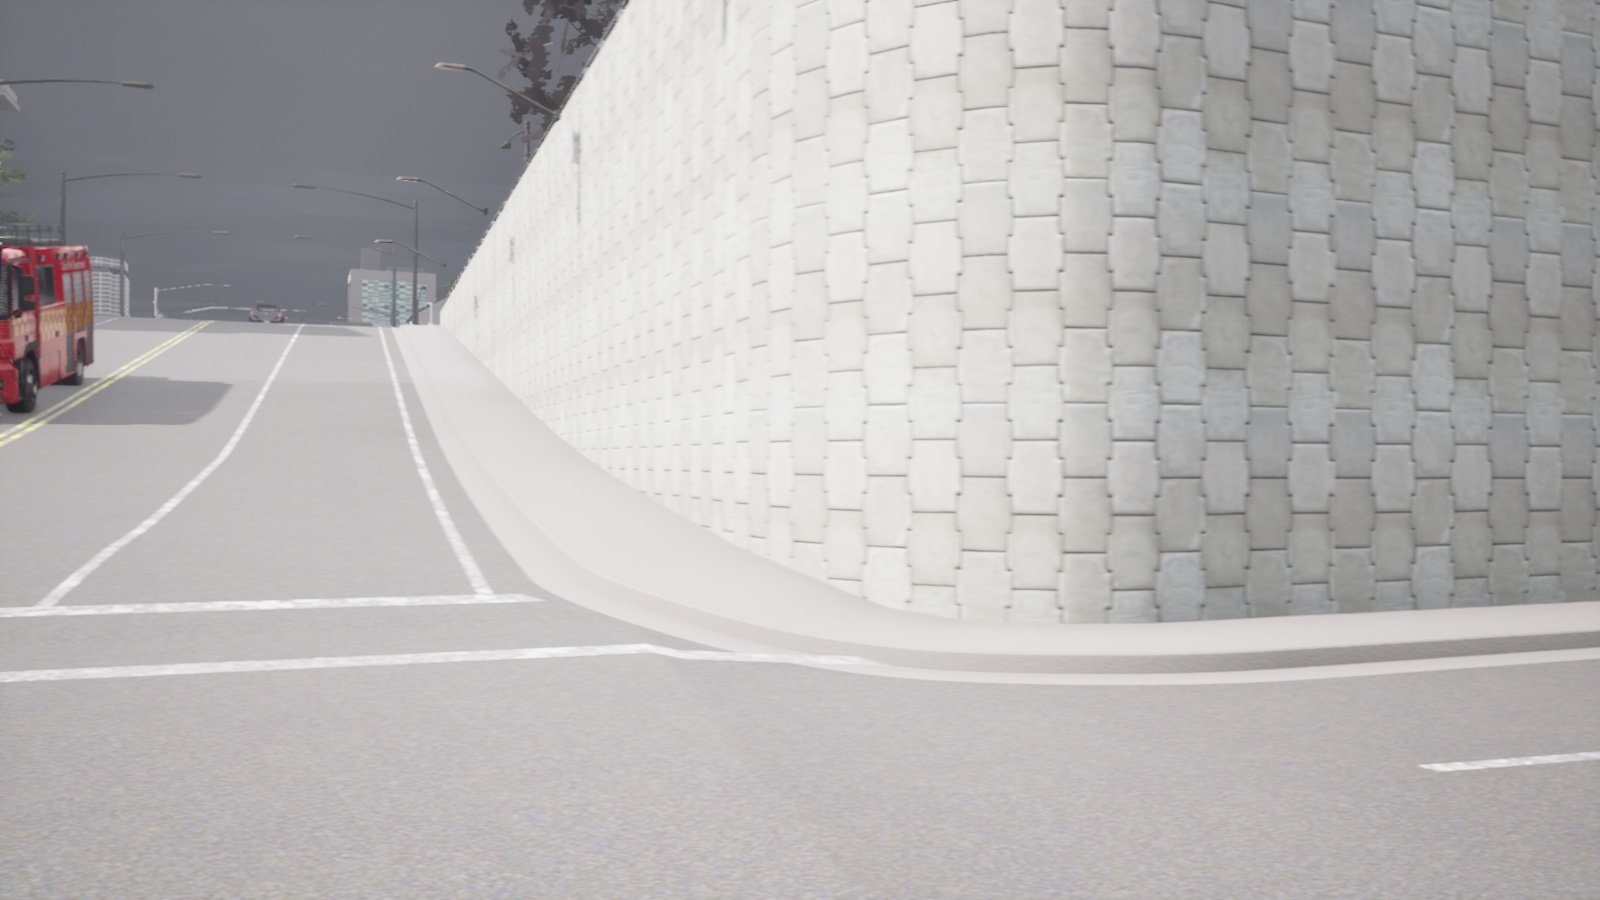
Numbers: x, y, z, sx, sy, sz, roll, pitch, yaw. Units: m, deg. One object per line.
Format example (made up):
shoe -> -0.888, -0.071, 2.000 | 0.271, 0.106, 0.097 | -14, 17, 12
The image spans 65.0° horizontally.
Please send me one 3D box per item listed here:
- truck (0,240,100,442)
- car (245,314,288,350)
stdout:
truck -> -17.906, -2.679, 27.659 | 2.891, 3.827, 8.468 | -1, 9, -20
car -> -27.502, -6.052, 64.845 | 1.845, 1.501, 3.633 | 0, 0, -20
